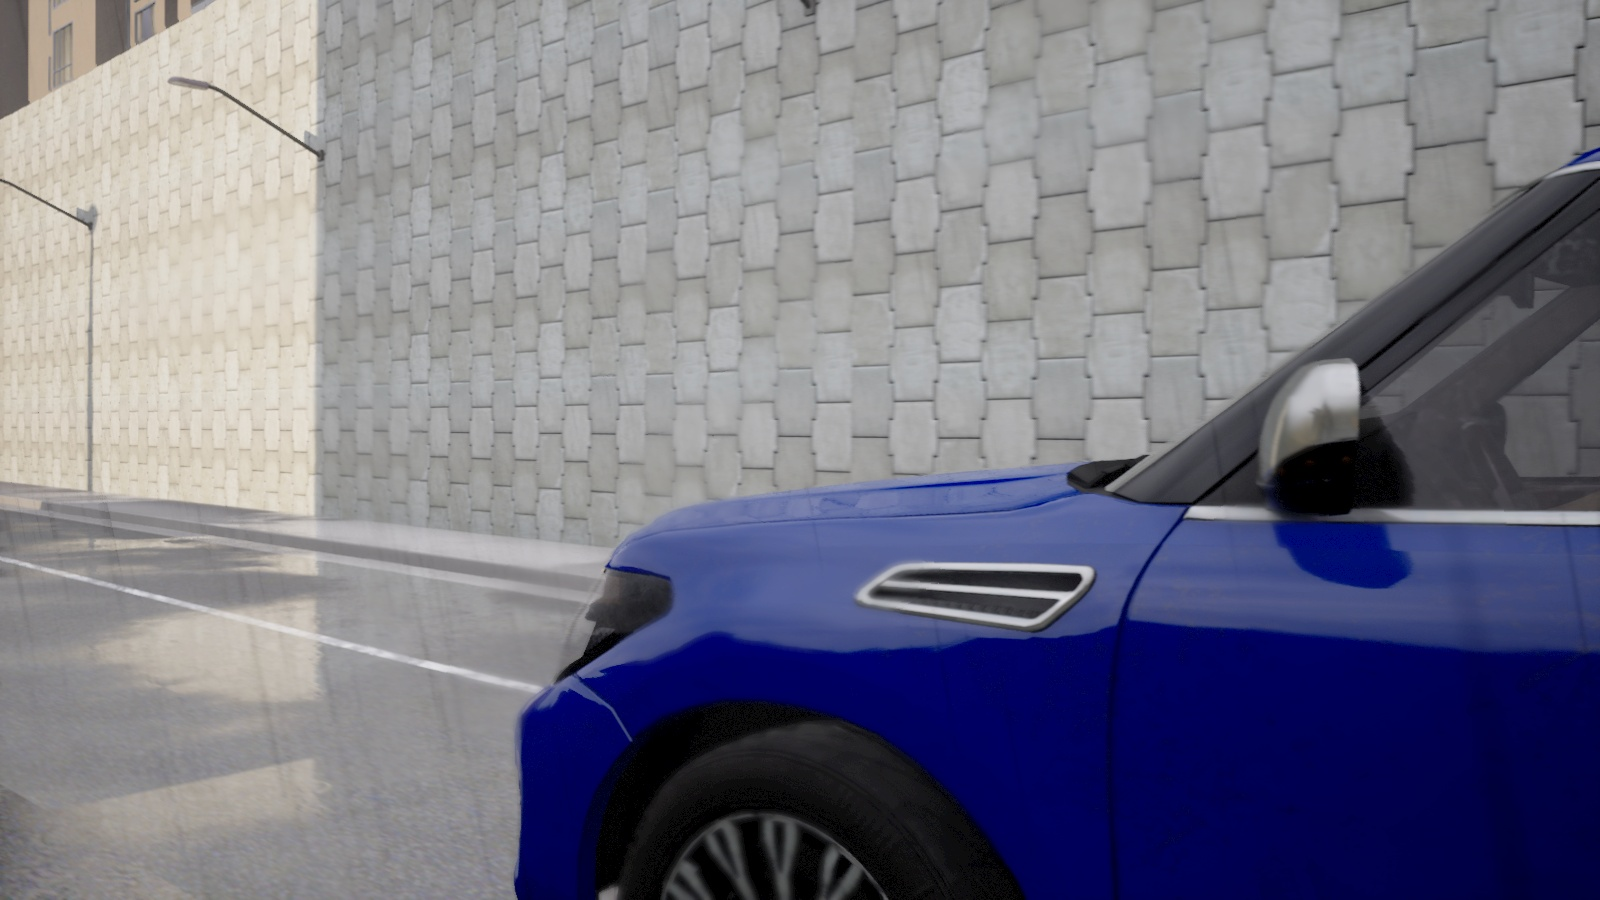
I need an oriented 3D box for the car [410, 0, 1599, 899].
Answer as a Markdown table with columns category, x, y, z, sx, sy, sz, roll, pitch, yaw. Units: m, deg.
| category | x | y | z | sx | sy | sz | roll | pitch | yaw |
| --- | --- | --- | --- | --- | --- | --- | --- | --- | --- |
| car | 2.042 | 0.404 | 2.228 | 5.566 | 2.045 | 2.150 | 0 | 1 | 33 |
